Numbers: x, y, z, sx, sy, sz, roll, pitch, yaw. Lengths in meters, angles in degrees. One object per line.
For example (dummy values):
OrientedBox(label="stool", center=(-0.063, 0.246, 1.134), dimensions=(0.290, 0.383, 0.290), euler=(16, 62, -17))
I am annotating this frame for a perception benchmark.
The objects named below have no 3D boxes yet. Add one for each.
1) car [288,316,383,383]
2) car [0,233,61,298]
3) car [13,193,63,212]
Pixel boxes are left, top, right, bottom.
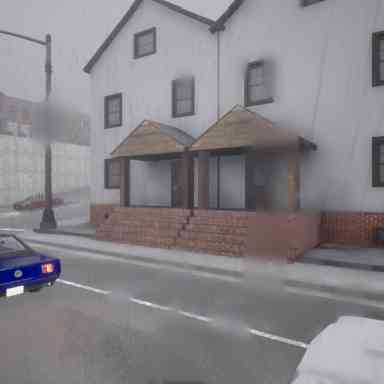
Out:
OrientedBox(label="car", center=(2.959, 1.601, 1.872), dimensions=(4.718, 1.301, 1.895), euler=(0, 0, 36))
OrientedBox(label="car", center=(-5.160, 1.601, 7.646), dimensions=(4.718, 1.301, 1.895), euler=(0, 0, 36))
OrientedBox(label="car", center=(-13.867, 0.863, 30.073), dimensions=(1.994, 1.385, 4.181), euler=(0, 8, 35))
